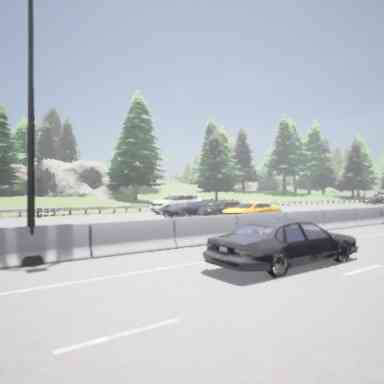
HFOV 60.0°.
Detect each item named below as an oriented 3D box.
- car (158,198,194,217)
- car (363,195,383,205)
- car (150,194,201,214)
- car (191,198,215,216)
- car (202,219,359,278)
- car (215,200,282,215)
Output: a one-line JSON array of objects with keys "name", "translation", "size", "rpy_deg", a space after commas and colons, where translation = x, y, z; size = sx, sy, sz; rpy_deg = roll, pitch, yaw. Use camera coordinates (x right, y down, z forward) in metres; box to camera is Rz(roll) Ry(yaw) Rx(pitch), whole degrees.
[{"name": "car", "translation": [-0.003, 1.500, 29.784], "size": [5.357, 1.411, 2.033], "rpy_deg": [0, 0, -35]}, {"name": "car", "translation": [30.549, 1.335, 55.690], "size": [4.902, 1.511, 2.128], "rpy_deg": [0, 0, -34]}, {"name": "car", "translation": [-1.432, 1.175, 33.062], "size": [5.566, 2.045, 2.150], "rpy_deg": [0, 0, -36]}, {"name": "car", "translation": [2.657, 1.455, 27.380], "size": [4.892, 1.490, 1.837], "rpy_deg": [0, 0, -35]}, {"name": "car", "translation": [2.851, 1.525, 10.080], "size": [5.357, 1.411, 2.033], "rpy_deg": [0, 0, -35]}, {"name": "car", "translation": [4.433, 1.429, 24.348], "size": [5.008, 1.535, 1.882], "rpy_deg": [0, 0, -35]}]
